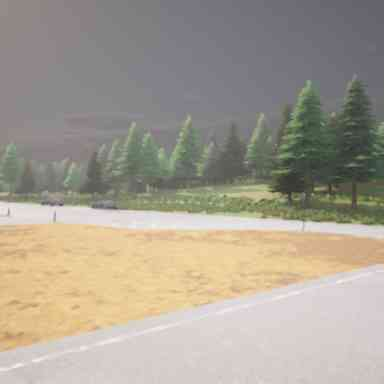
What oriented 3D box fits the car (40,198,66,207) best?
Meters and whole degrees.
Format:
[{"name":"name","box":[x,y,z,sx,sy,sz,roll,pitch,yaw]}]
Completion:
[{"name":"car","box":[-22.550,1.629,53.991,5.357,1.411,2.033,1,-1,38]}]

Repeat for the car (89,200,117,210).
[{"name":"car","box":[-12.351,1.770,46.117,4.181,1.385,1.994,1,-1,39]}]
